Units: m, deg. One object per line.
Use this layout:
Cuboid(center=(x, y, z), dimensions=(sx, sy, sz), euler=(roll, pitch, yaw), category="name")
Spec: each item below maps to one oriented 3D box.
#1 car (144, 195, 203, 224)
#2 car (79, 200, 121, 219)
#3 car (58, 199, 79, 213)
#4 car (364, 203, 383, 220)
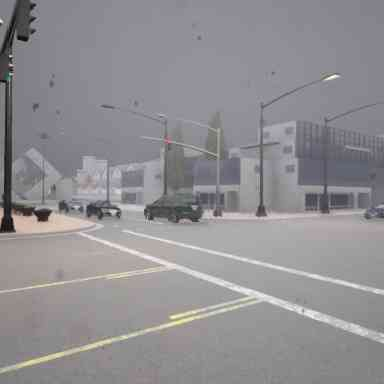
Cuboid(center=(-1.487, 1.263, 25.583), dimensions=(2.150, 2.045, 5.566), euler=(-1, 1, -40), category="car")
Cuboid(center=(-7.749, 1.501, 28.899), dimensions=(2.128, 1.511, 4.902), euler=(1, 0, -35), category="car")
Cuboid(center=(-13.651, 1.499, 37.373), dimensions=(2.128, 1.511, 4.902), euler=(1, 0, -35), category="car")
Cuboid(center=(16.912, 1.699, 28.988), dimensions=(4.674, 1.442, 1.812), euler=(0, 0, -36), category="car")
